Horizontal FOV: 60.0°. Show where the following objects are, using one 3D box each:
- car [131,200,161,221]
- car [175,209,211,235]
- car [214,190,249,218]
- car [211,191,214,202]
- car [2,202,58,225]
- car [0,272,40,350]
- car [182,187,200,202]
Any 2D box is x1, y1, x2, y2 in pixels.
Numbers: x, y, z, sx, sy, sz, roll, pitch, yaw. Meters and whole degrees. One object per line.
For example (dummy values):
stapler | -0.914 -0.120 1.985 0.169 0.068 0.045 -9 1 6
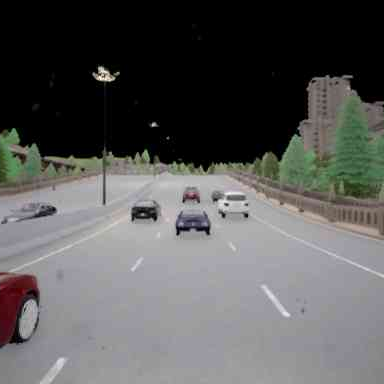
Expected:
car | -3.491 1.326 25.985 1.882 1.535 5.008 0 3 0
car | 0.044 1.651 19.389 1.895 1.301 4.718 0 1 0
car | 3.398 0.971 27.983 2.150 2.045 5.566 0 3 0
car | 3.348 0.396 40.631 1.895 1.301 4.718 0 6 0
car | -10.570 1.490 22.077 2.128 1.511 4.902 0 2 0
car | -3.399 1.501 3.445 1.882 1.535 5.008 0 0 0
car | -0.090 0.135 40.734 2.097 1.767 4.553 0 6 0
